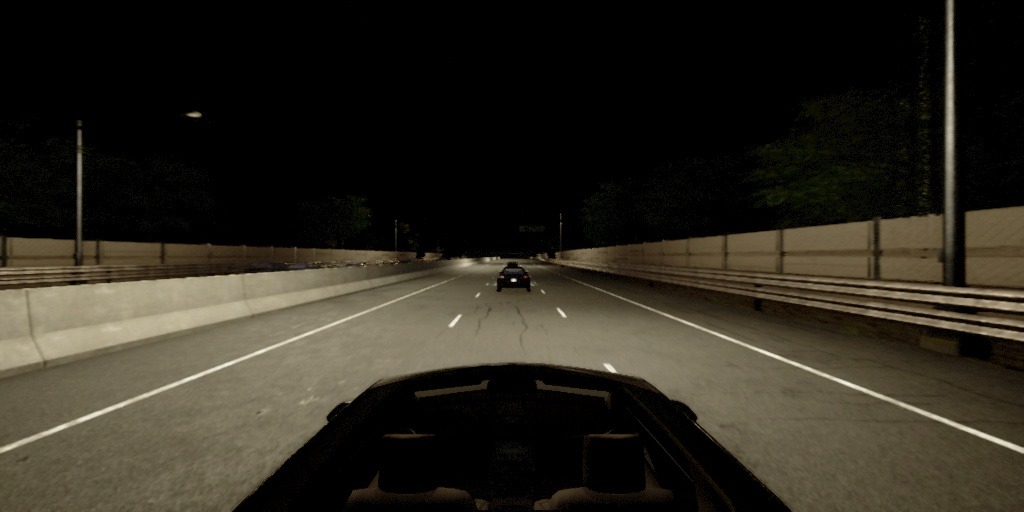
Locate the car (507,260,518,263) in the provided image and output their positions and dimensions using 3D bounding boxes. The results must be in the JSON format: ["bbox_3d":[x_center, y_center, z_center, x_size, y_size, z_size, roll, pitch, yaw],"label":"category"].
[{"bbox_3d":[0.091,1.366,64.734,1.895,1.301,4.718,0,0,0],"label":"car"}]

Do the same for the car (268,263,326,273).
[{"bbox_3d":[-17.590,1.314,30.300,2.033,1.411,5.357,0,0,0],"label":"car"}]

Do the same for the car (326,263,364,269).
[{"bbox_3d":[-14.079,1.333,31.549,1.994,1.385,4.181,0,0,0],"label":"car"}]

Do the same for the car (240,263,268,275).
[{"bbox_3d":[-21.075,1.314,31.379,2.033,1.411,5.357,0,0,0],"label":"car"}]

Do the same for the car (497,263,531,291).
[{"bbox_3d":[0.099,1.330,22.169,1.994,1.385,4.181,0,0,0],"label":"car"}]
